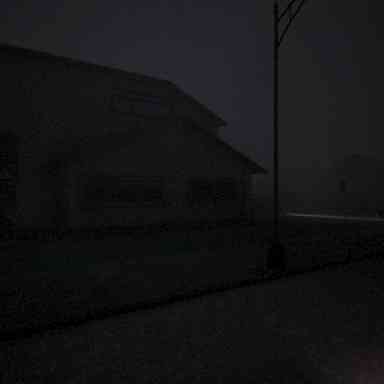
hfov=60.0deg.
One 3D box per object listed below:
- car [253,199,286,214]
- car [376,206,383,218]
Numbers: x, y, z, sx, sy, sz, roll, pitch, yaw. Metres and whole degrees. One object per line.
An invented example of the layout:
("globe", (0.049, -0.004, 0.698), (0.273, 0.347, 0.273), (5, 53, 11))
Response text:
("car", (7.904, 1.491, 35.960), (2.128, 1.511, 4.902), (0, 0, -35))
("car", (16.290, 1.506, 24.457), (1.837, 1.490, 4.892), (0, 0, -40))
